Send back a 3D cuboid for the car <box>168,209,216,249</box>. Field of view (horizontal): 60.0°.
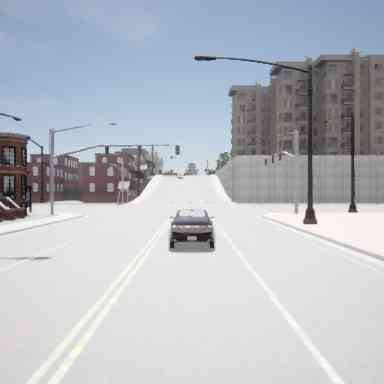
[{"bbox_3d":[0.000,1.494,14.650,2.128,1.511,4.902,0,0,0],"label":"car"}]
